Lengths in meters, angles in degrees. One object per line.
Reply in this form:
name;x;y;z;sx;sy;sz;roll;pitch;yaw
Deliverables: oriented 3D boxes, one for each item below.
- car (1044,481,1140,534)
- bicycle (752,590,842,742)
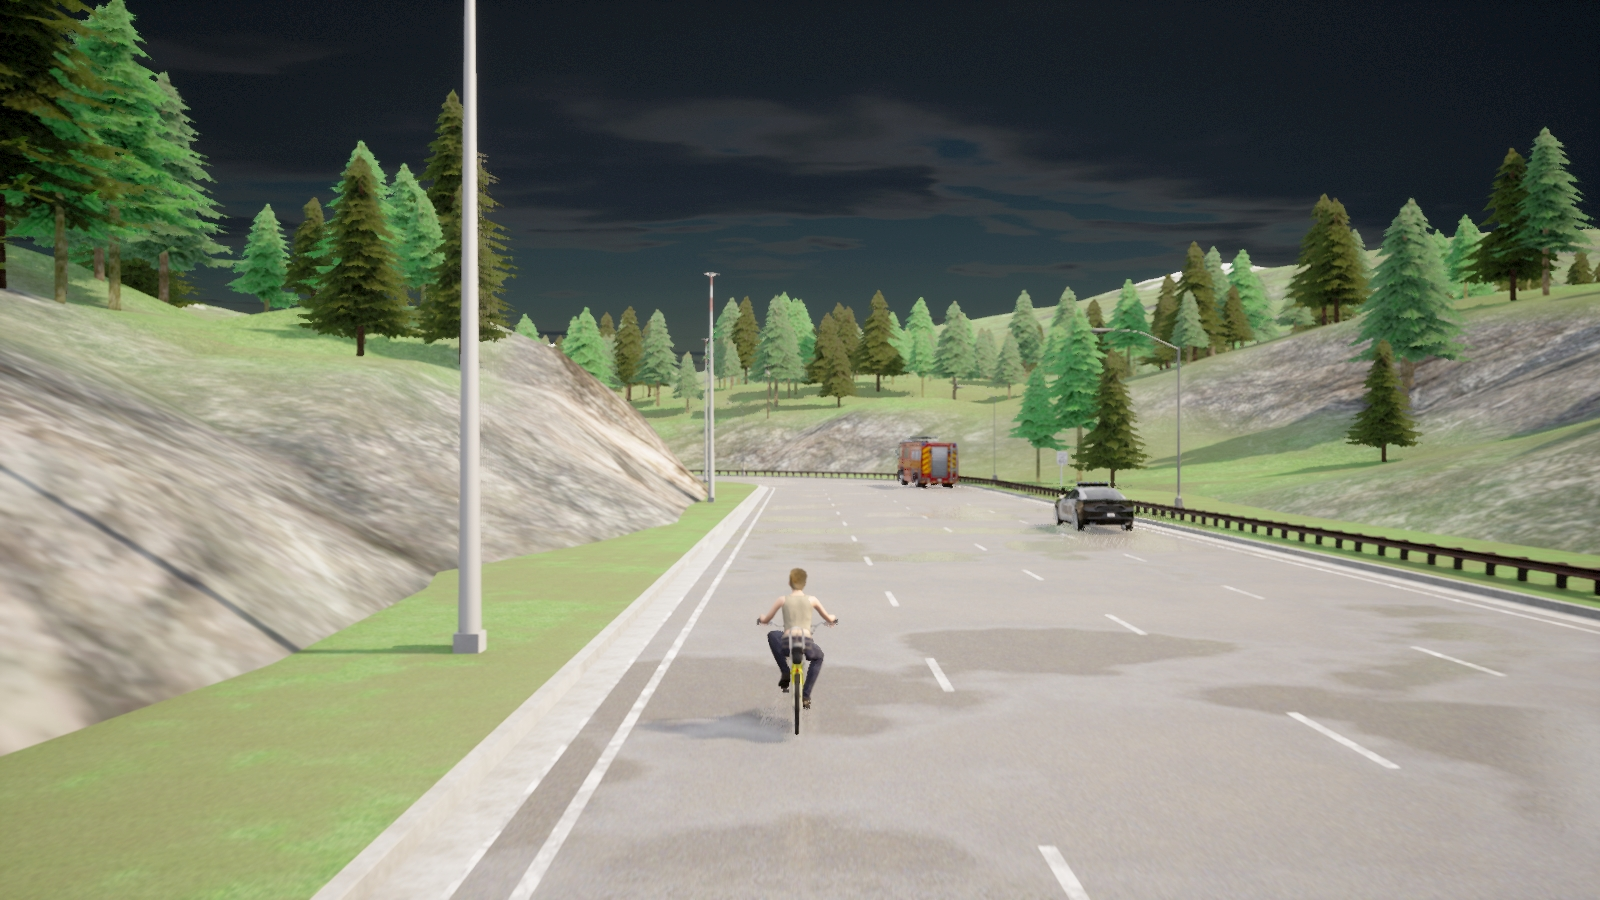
car;10.349;1.985;40.900;2.097;1.638;5.238;0;0;0
bicycle;-0.026;2.159;11.702;0.859;1.276;1.487;0;0;0
